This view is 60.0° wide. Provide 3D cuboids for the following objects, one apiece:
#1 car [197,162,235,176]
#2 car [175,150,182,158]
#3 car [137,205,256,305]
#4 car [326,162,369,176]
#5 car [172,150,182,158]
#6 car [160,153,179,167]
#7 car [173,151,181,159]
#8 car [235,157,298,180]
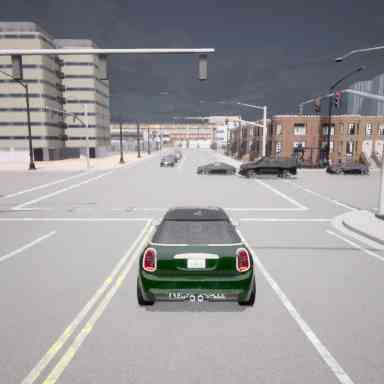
[{"bbox_3d":[2.626,-2.508,35.859,4.181,1.385,1.994,0,9,0],"label":"car"},{"bbox_3d":[-3.427,-7.278,67.514,1.812,1.442,4.674,0,9,1],"label":"car"},{"bbox_3d":[0.085,1.073,7.685,2.097,1.767,4.553,0,4,0],"label":"car"},{"bbox_3d":[16.715,-2.502,35.797,4.181,1.385,1.994,0,9,0],"label":"car"},{"bbox_3d":[-3.404,-8.952,77.564,2.097,1.767,4.553,0,9,0],"label":"car"},{"bbox_3d":[-3.552,-4.527,48.883,2.128,1.511,4.902,0,9,1],"label":"car"},{"bbox_3d":[-3.508,-5.937,58.220,1.882,1.535,5.008,0,9,0],"label":"car"},{"bbox_3d":[7.382,-2.326,32.330,5.566,2.045,2.150,0,9,0],"label":"car"}]
